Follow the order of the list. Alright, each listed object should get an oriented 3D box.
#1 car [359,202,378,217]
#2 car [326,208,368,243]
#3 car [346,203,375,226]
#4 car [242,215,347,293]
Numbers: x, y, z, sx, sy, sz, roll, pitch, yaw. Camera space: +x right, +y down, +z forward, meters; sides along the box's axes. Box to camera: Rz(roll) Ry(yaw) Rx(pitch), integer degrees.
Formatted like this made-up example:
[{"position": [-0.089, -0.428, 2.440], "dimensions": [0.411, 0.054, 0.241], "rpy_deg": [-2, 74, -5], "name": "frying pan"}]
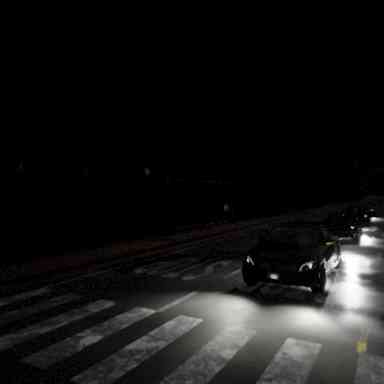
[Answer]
[{"position": [17.509, 1.703, 33.481], "dimensions": [1.812, 1.442, 4.674], "rpy_deg": [-1, -1, 31], "name": "car"}, {"position": [7.663, 1.698, 17.105], "dimensions": [1.895, 1.301, 4.718], "rpy_deg": [-1, -1, 31], "name": "car"}, {"position": [12.359, 1.736, 24.932], "dimensions": [1.895, 1.301, 4.718], "rpy_deg": [-1, -1, 31], "name": "car"}, {"position": [2.984, 1.584, 9.301], "dimensions": [1.812, 1.442, 4.674], "rpy_deg": [-1, -1, 31], "name": "car"}]
